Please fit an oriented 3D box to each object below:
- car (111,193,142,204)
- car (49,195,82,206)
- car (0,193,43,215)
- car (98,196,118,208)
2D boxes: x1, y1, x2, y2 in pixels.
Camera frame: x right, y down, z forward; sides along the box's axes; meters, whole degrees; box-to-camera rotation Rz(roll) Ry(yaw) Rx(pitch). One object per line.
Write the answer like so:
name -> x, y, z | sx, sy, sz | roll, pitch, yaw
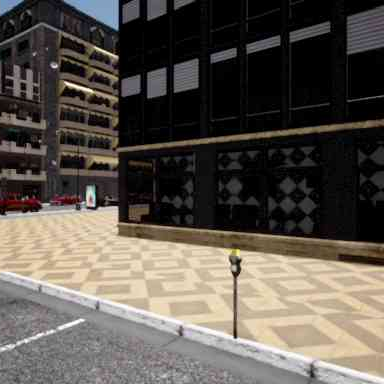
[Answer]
car -> -9.380, 0.902, 47.834 | 1.994, 1.385, 4.181 | 0, 1, 35
car -> -16.166, 1.069, 42.663 | 1.802, 1.307, 4.206 | 1, 2, 35
car -> -15.642, 1.025, 28.813 | 2.192, 1.841, 5.009 | 1, 2, 35
car -> -9.271, 1.068, 37.901 | 1.947, 1.339, 4.313 | 1, 2, 35
